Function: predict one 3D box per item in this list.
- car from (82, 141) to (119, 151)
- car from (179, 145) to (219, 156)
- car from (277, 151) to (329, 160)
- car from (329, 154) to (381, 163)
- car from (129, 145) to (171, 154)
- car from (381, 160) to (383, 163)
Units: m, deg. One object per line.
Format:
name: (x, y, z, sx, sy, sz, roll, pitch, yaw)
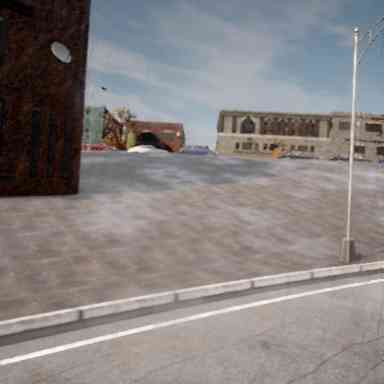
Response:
car: (-10.300, -4.785, 36.901, 4.553, 1.767, 2.185, 3, -2, 1)
car: (0.855, -4.276, 36.668, 4.553, 1.767, 2.185, 3, -2, 1)
car: (11.777, -3.648, 36.436, 4.892, 1.521, 2.231, 3, -2, 1)
car: (17.290, -3.382, 36.328, 4.892, 1.521, 2.231, 3, -2, 1)
car: (-4.639, -4.361, 36.778, 4.674, 1.452, 2.002, 3, -2, 1)
car: (22.828, -3.054, 36.323, 4.674, 1.452, 2.002, 3, -2, 0)
